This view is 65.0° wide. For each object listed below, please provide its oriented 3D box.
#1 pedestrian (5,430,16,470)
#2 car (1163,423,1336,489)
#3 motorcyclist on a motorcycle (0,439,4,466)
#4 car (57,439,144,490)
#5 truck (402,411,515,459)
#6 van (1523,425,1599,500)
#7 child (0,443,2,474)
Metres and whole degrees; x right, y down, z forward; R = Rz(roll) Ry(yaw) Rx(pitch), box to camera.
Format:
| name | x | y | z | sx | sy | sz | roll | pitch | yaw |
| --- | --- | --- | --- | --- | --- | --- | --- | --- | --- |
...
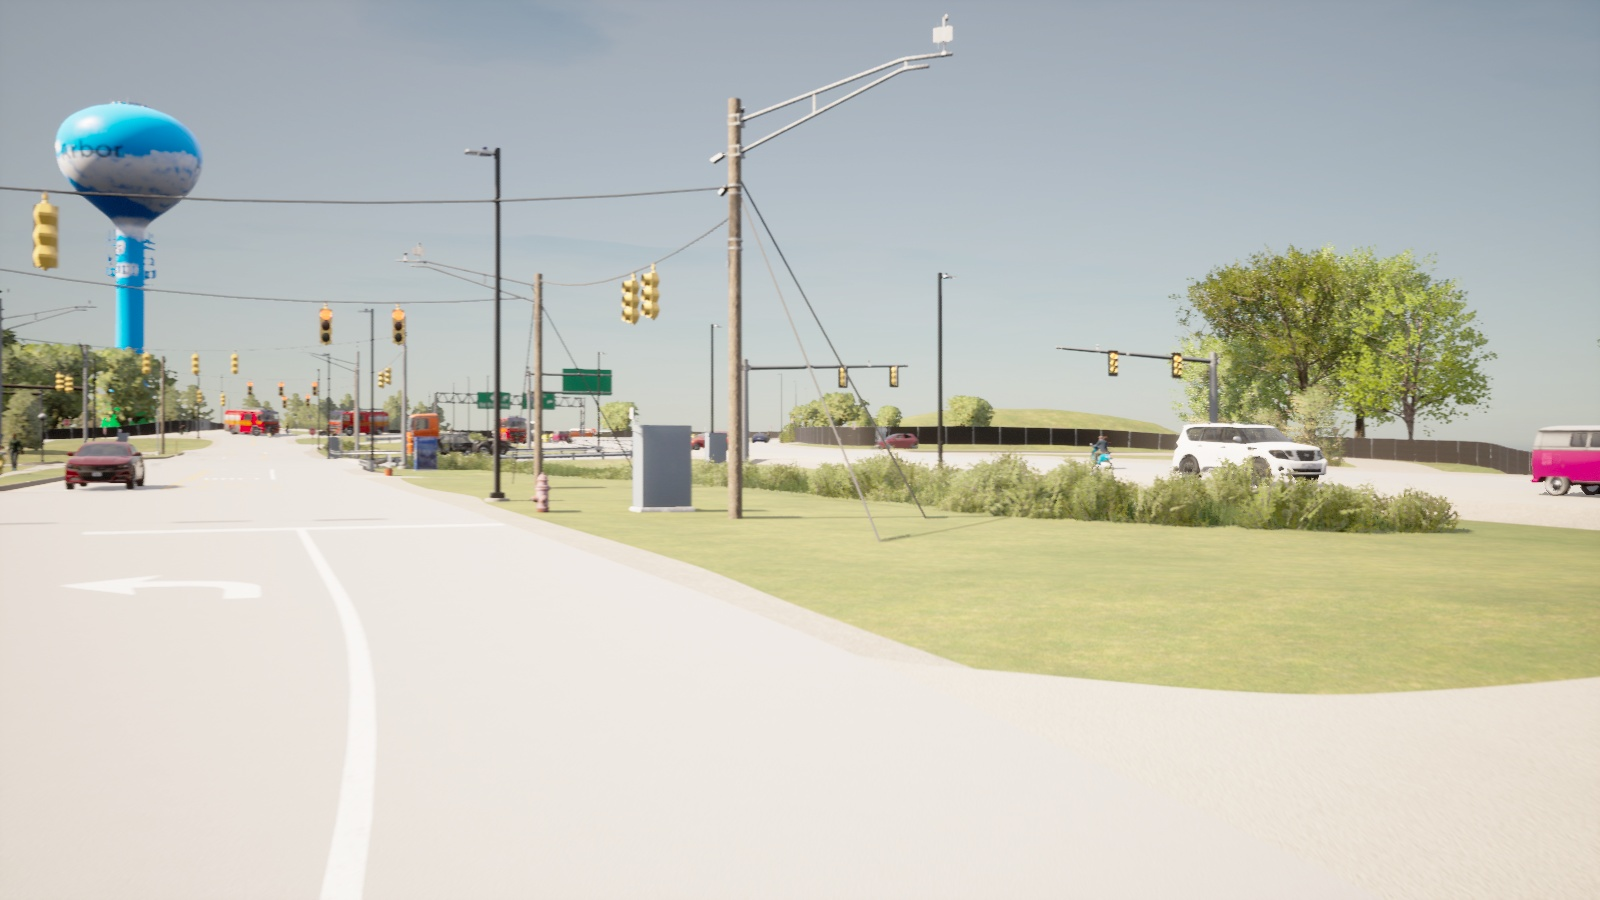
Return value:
| name | x | y | z | sx | sy | sz | roll | pitch | yaw |
| --- | --- | --- | --- | --- | --- | --- | --- | --- | --- |
| pedestrian | -36.614 | 0.006 | 58.254 | 0.353 | 1.847 | 0.614 | 0 | -1 | -24 |
| car | 14.797 | 0.138 | 41.751 | 2.150 | 2.045 | 5.566 | 0 | 1 | -23 |
| motorcyclist on a motorcycle | -49.463 | 0.157 | 75.774 | 2.350 | 1.649 | 0.766 | 0 | 1 | -27 |
| car | -22.249 | 0.422 | 40.103 | 1.882 | 1.535 | 5.008 | 0 | 0 | -23 |
| truck | -25.807 | -1.163 | 94.977 | 7.936 | 3.462 | 2.891 | -1 | 1 | -23 |
| van | 22.059 | 0.342 | 33.652 | 1.775 | 1.987 | 4.442 | 0 | 1 | -23 |
| child | -32.117 | 0.335 | 50.218 | 0.270 | 1.263 | 0.437 | 0 | -1 | -20 |
